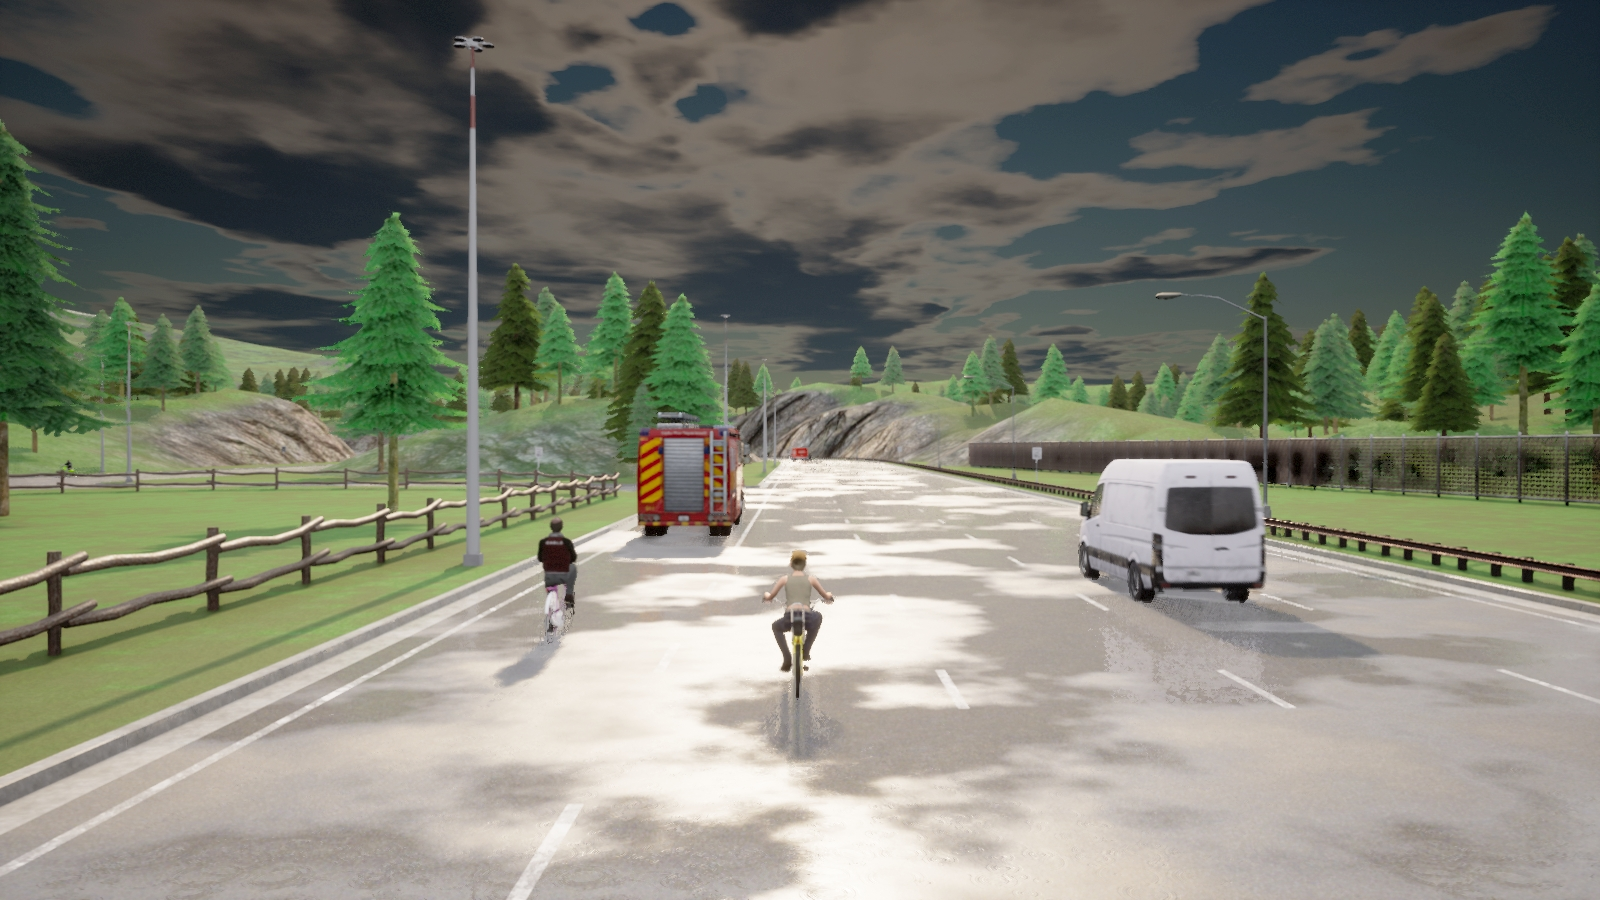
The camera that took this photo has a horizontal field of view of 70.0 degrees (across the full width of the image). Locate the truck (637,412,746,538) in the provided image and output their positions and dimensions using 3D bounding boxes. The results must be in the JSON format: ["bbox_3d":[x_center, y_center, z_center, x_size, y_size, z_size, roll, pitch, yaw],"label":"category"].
[{"bbox_3d":[-3.509,0.750,39.057,2.891,3.827,8.468,0,0,0],"label":"truck"}]

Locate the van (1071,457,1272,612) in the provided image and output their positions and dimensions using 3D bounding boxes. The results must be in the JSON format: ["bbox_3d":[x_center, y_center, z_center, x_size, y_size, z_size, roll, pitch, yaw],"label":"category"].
[{"bbox_3d":[6.994,1.452,22.313,1.988,2.561,5.915,0,0,0],"label":"van"}]

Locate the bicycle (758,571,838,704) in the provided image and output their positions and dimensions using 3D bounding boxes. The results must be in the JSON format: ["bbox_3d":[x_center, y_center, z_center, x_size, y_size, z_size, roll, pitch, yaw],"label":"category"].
[{"bbox_3d":[-0.019,2.107,13.103,0.859,1.276,1.487,0,0,0],"label":"bicycle"}]

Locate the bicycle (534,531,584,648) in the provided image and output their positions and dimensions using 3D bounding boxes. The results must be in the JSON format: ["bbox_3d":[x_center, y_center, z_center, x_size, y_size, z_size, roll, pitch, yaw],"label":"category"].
[{"bbox_3d":[-3.500,1.997,16.694,0.329,1.471,1.835,0,0,0],"label":"bicycle"}]
